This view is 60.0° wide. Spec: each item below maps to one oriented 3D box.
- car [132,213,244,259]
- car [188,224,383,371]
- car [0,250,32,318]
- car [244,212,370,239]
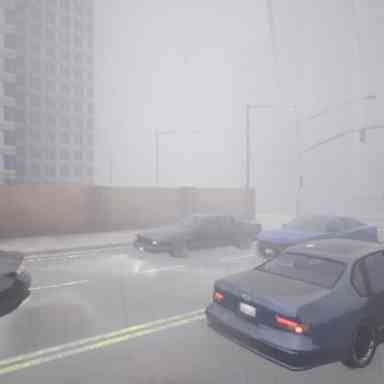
[{"bbox_3d":[0.459,1.555,12.862,5.357,1.411,2.033,0,0,-35],"label":"car"},{"bbox_3d":[2.753,1.553,5.709,5.357,1.411,2.033,0,0,-35],"label":"car"},{"bbox_3d":[-4.987,1.491,4.722,4.902,1.511,2.128,0,0,-35],"label":"car"},{"bbox_3d":[4.325,1.487,11.272,5.008,1.535,1.882,0,0,-35],"label":"car"}]
